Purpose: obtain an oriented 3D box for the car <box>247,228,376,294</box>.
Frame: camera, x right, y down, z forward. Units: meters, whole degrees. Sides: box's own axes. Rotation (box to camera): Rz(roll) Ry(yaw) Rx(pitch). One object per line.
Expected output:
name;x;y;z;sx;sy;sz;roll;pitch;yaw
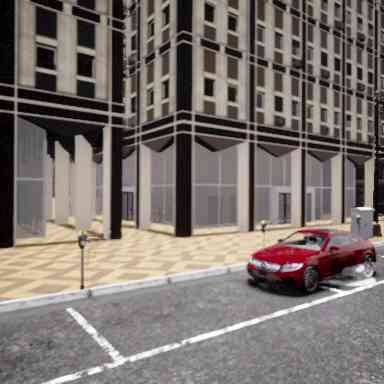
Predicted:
car;3.360;1.658;8.960;4.206;1.307;1.802;1;-1;-36
